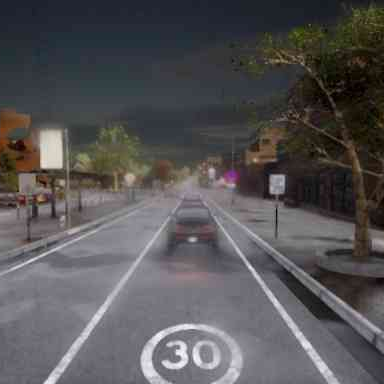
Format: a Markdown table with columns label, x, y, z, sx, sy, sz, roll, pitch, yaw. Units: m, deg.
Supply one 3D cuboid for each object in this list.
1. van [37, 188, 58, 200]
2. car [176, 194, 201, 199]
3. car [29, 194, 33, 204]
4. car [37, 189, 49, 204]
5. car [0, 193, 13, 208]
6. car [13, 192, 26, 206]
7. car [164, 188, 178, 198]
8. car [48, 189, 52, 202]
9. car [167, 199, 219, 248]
| label | x | y | z | sx | sy | sz | roll | pitch | yaw |
| --- | --- | --- | --- | --- | --- | --- | --- | --- | --- |
| van | -22.024 | 0.457 | 48.727 | 4.442 | 1.987 | 1.878 | 0 | 1 | 0 |
| car | 0.035 | 0.995 | 28.421 | 2.128 | 1.511 | 4.902 | 0 | 1 | 0 |
| car | -22.156 | 0.846 | 40.407 | 4.792 | 1.488 | 2.163 | 0 | 1 | 0 |
| car | -21.946 | 0.769 | 43.180 | 5.366 | 1.575 | 1.946 | 0 | 1 | 0 |
| car | -22.124 | 0.907 | 34.857 | 5.008 | 1.535 | 2.097 | 0 | 1 | 0 |
| car | -22.117 | 0.863 | 37.632 | 4.892 | 1.521 | 2.231 | 0 | 1 | 0 |
| car | -3.344 | 0.145 | 53.701 | 2.097 | 1.767 | 4.553 | 0 | 2 | 0 |
| car | -22.166 | 0.756 | 45.958 | 4.792 | 1.488 | 2.163 | 0 | 1 | 0 |
| car | 0.041 | 1.284 | 13.503 | 1.837 | 1.490 | 4.892 | 0 | 1 | 0 |
